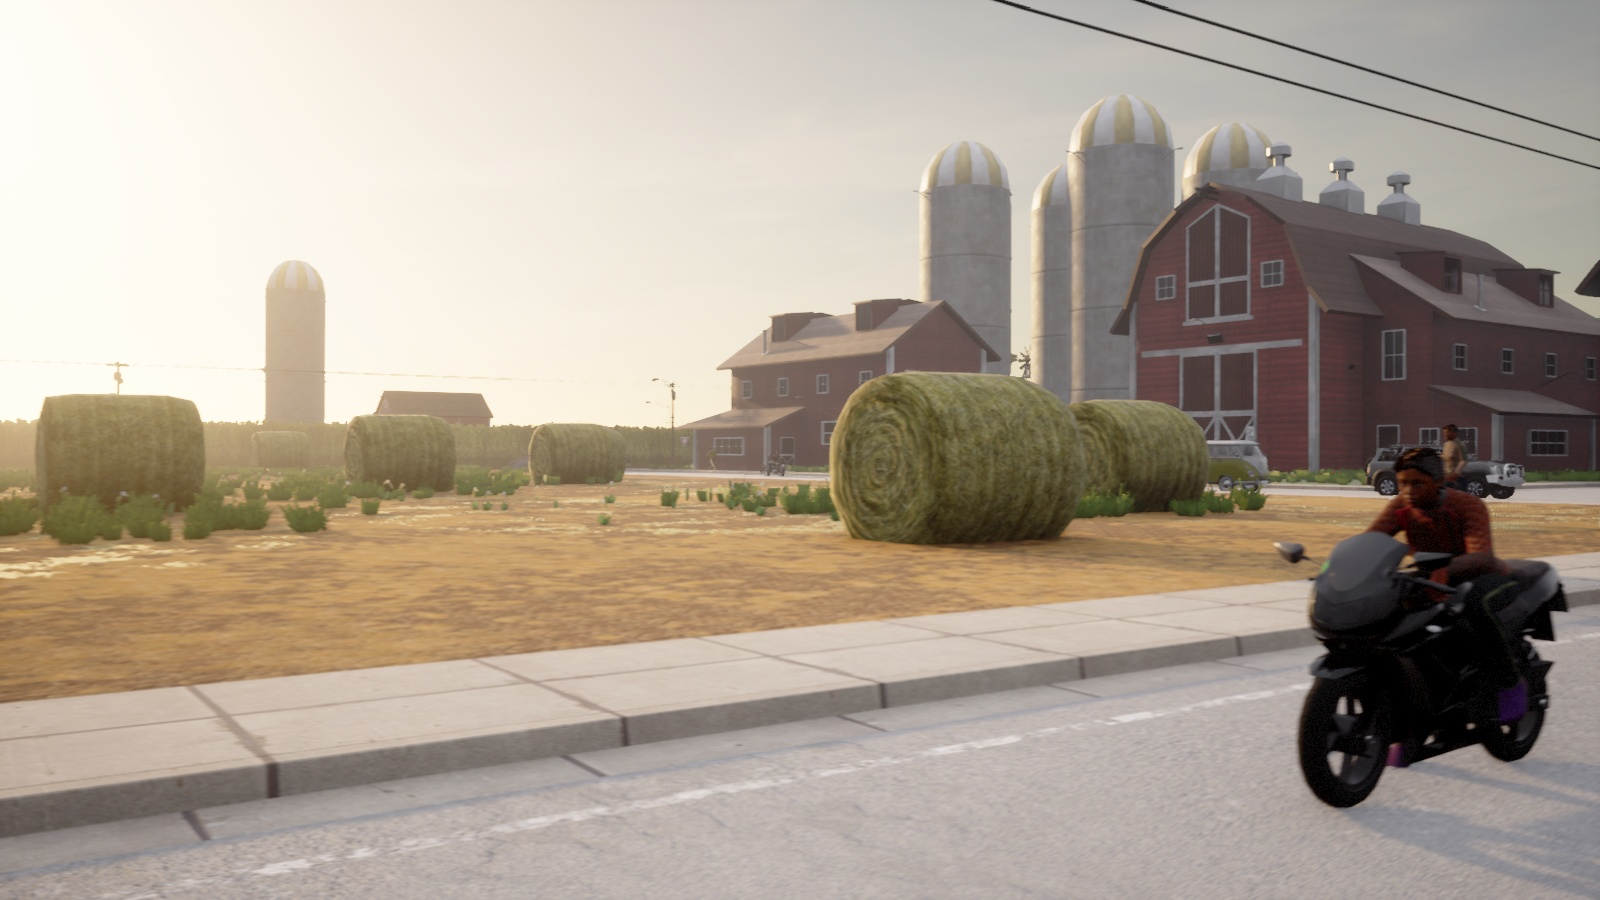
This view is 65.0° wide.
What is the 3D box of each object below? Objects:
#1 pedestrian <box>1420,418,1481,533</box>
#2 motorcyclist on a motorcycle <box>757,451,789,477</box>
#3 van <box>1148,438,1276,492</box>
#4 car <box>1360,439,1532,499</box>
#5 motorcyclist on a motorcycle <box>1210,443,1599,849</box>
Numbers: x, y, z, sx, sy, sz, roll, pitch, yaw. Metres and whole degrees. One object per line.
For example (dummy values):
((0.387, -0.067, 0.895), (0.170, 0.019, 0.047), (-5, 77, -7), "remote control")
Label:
((10.409, 0.404, 20.091), (0.869, 1.805, 0.328), (0, 0, -14), "pedestrian")
((-1.706, 0.865, 78.185), (0.766, 1.649, 2.350), (0, 0, -36), "motorcyclist on a motorcycle")
((15.737, 0.556, 48.131), (1.775, 1.987, 4.442), (0, 0, -36), "van")
((20.955, 0.588, 40.927), (1.932, 1.855, 4.605), (0, 0, -36), "car")
((2.820, 0.735, 5.622), (2.044, 1.523, 0.797), (0, 0, -35), "motorcyclist on a motorcycle")
